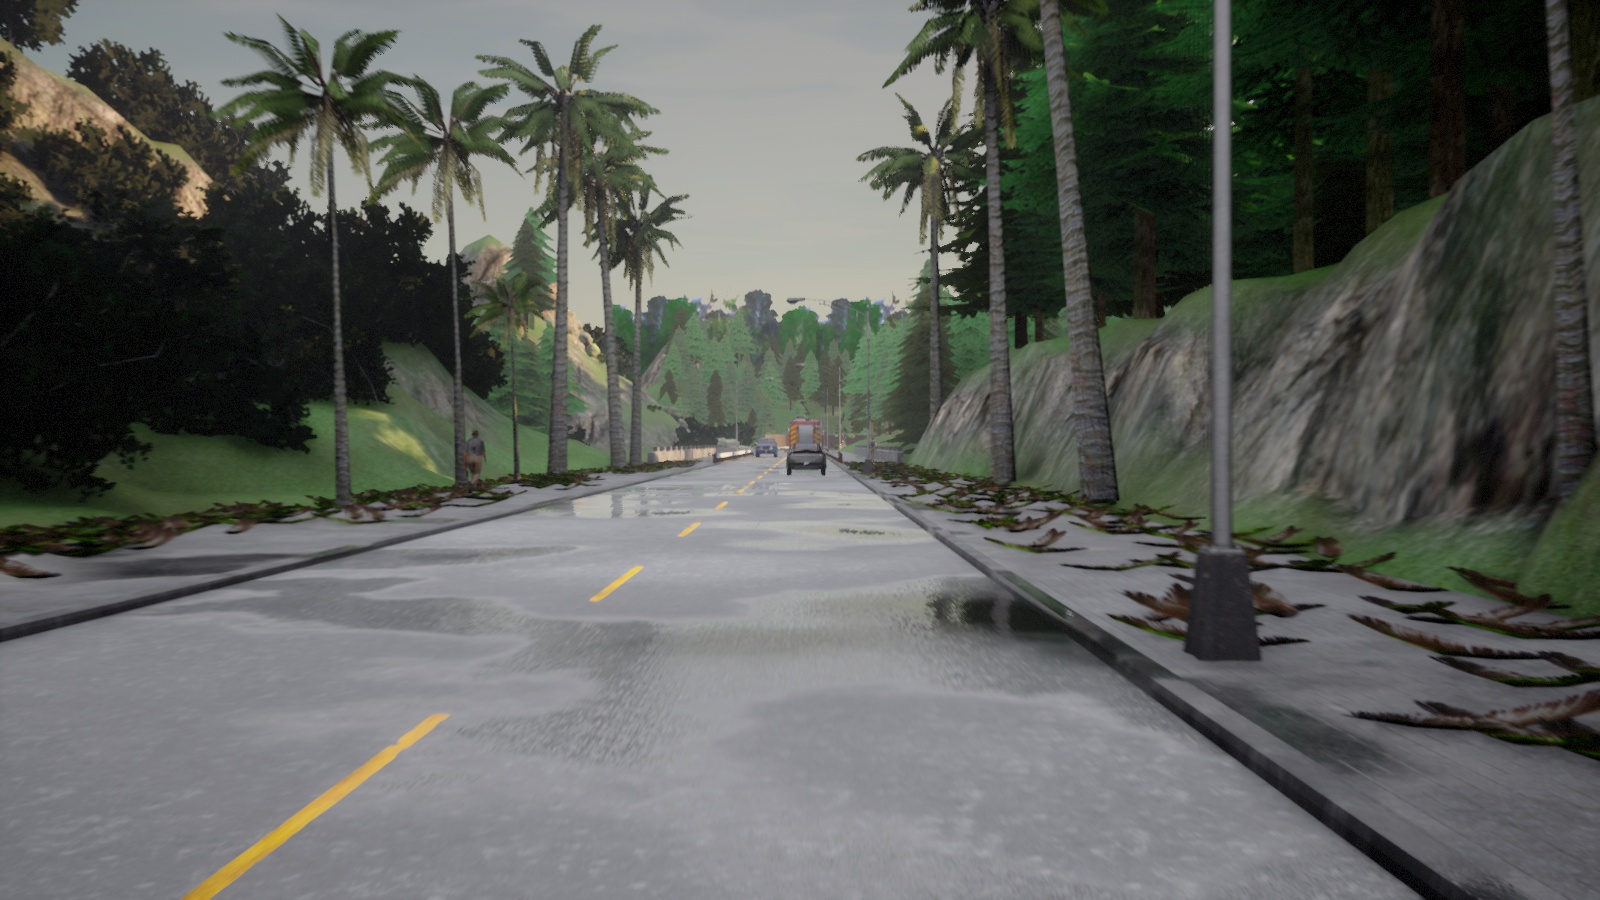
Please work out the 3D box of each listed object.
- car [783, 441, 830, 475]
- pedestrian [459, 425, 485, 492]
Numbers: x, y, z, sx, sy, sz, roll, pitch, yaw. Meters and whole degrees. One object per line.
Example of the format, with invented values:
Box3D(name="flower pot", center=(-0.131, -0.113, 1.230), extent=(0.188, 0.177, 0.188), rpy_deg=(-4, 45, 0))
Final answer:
Box3D(name="car", center=(0.298, 0.353, 59.384), extent=(2.128, 1.511, 4.902), rpy_deg=(0, 0, 0))
Box3D(name="pedestrian", center=(-9.149, 0.237, 35.011), extent=(0.540, 1.848, 0.694), rpy_deg=(0, 0, 1))
